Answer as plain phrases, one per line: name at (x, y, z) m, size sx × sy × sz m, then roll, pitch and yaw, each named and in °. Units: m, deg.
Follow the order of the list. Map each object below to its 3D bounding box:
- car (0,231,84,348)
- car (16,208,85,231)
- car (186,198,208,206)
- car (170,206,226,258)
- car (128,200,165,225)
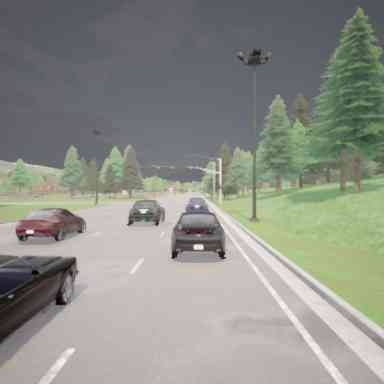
car at (-3.356, 1.588, 5.048) m, size 1.895 × 1.301 × 4.718 m, roll 0°, pitch 0°, yaw 0°
car at (-6.726, 1.492, 16.178) m, size 1.812 × 1.442 × 4.674 m, roll 0°, pitch 0°, yaw 1°
car at (0.464, 1.308, 31.184) m, size 2.097 × 1.767 × 4.553 m, roll 0°, pitch 0°, yaw 1°
car at (0.232, 1.484, 12.729) m, size 1.837 × 1.490 × 4.892 m, roll 0°, pitch 0°, yaw 1°
car at (-3.131, 1.313, 23.670) m, size 2.097 × 1.767 × 4.553 m, roll 0°, pitch 0°, yaw 1°
